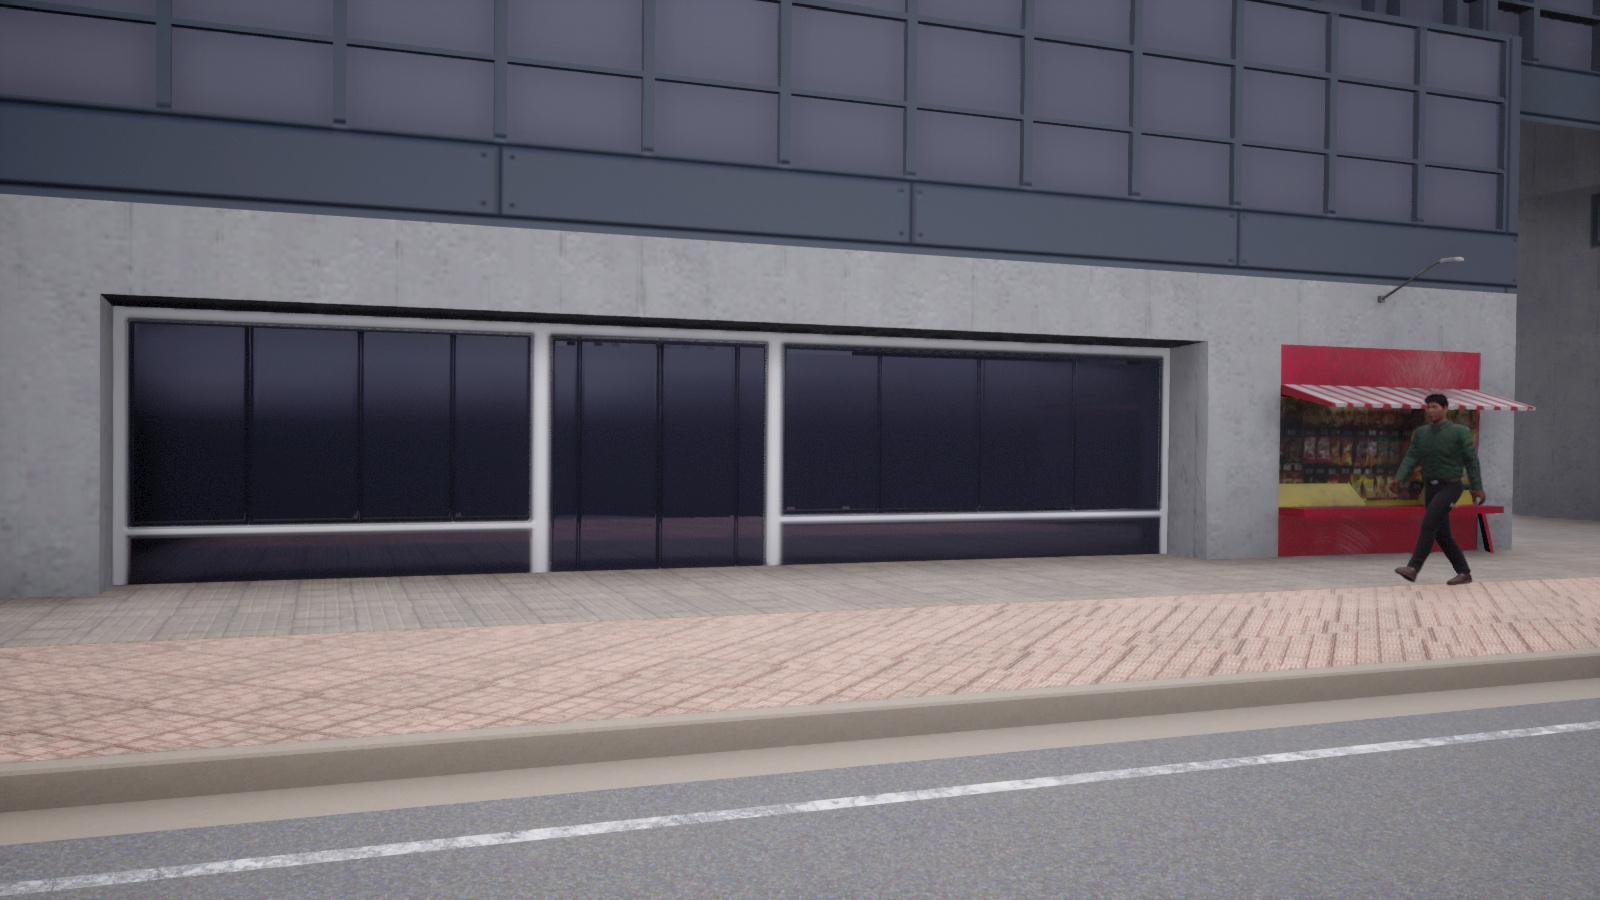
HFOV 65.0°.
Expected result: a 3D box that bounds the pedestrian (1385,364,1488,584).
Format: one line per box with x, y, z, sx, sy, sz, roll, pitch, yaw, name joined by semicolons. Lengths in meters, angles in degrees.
5.816;0.207;11.476;0.788;1.949;0.423;-1;1;-23;pedestrian
